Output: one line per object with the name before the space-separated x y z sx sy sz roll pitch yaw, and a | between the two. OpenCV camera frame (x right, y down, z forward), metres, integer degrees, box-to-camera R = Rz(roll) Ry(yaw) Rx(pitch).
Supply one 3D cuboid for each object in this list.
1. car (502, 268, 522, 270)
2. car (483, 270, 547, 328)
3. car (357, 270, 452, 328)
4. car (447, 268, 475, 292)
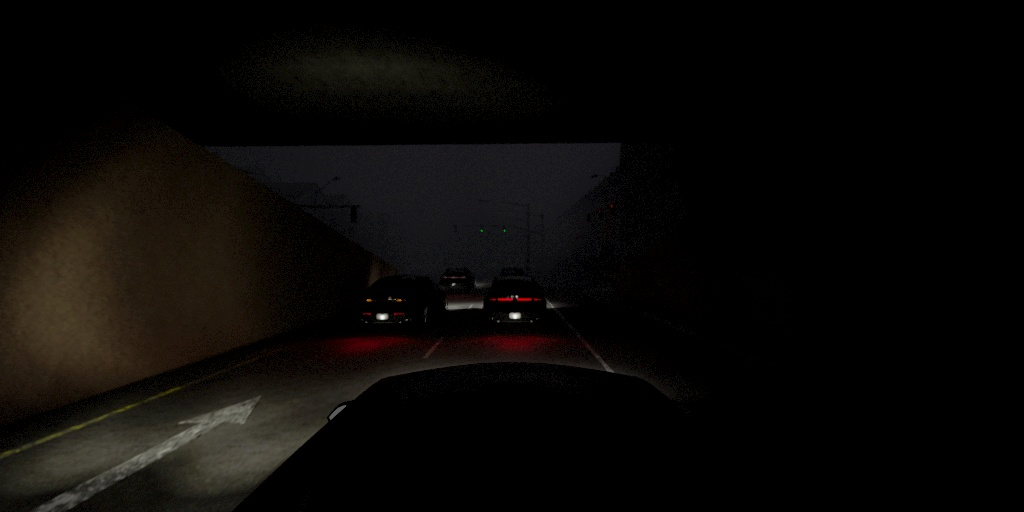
car | -0.017 1.524 23.446 1.837 1.490 4.892 0 -1 -2
car | 0.082 1.382 12.022 1.837 1.490 4.892 0 -1 0
car | -3.418 1.381 11.878 1.837 1.490 4.892 0 -1 0
car | -3.519 1.512 23.527 2.128 1.511 4.902 0 -1 -2
